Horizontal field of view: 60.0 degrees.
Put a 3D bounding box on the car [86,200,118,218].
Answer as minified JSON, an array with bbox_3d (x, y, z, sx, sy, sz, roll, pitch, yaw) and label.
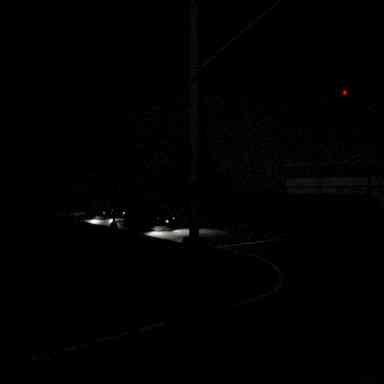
[{"bbox_3d":[-8.424,1.505,30.059,1.837,1.490,4.892,0,0,-26],"label":"car"}]

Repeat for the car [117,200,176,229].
[{"bbox_3d":[-2.897,1.505,21.814,1.837,1.490,4.892,0,0,-36],"label":"car"}]
